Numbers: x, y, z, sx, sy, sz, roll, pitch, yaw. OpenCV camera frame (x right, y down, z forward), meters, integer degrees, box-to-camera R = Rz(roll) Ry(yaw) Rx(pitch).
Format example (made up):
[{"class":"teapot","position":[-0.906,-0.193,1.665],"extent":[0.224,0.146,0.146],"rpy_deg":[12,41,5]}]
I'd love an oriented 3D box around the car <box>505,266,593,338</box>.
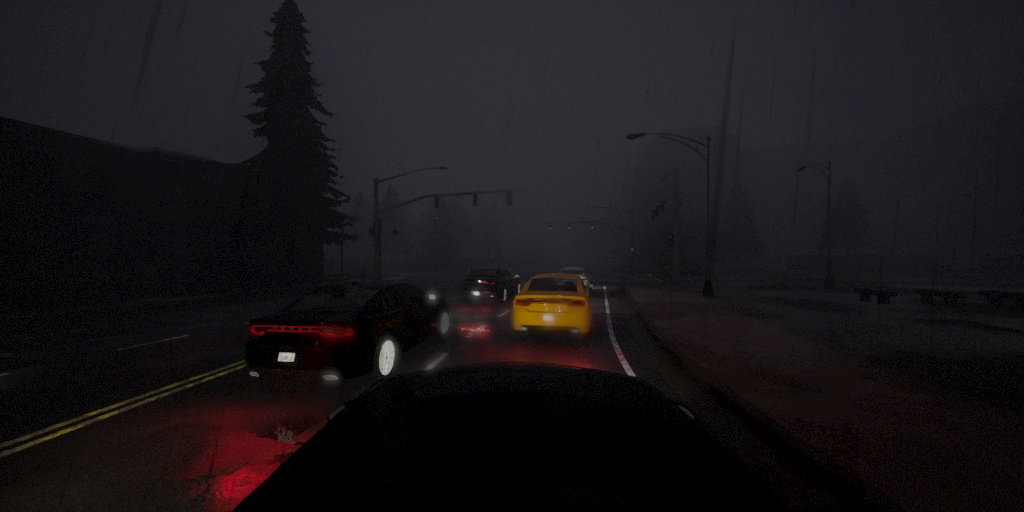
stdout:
[{"class":"car","position":[1.301,1.228,10.377],"extent":[1.882,1.535,5.008],"rpy_deg":[0,0,11]}]

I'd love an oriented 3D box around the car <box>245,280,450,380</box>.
[{"class":"car","position":[-2.764,1.228,7.347],"extent":[1.882,1.535,5.008],"rpy_deg":[0,0,7]}]

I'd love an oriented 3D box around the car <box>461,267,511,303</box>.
[{"class":"car","position":[-0.858,1.255,16.660],"extent":[1.837,1.490,4.892],"rpy_deg":[0,0,13]}]

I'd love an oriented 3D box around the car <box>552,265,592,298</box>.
[{"class":"car","position":[3.371,1.274,19.418],"extent":[1.812,1.442,4.674],"rpy_deg":[0,0,14]}]
